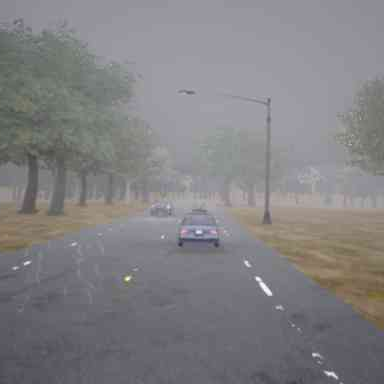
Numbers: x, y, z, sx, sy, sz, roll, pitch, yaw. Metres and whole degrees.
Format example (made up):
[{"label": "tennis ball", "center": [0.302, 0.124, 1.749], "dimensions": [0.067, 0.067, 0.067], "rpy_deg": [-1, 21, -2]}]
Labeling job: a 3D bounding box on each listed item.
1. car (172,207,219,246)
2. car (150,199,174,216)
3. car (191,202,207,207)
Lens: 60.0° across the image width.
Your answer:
[{"label": "car", "center": [0.322, 1.696, 16.051], "dimensions": [2.033, 1.411, 5.357], "rpy_deg": [1, 0, 1]}, {"label": "car", "center": [-3.004, 1.498, 34.215], "dimensions": [2.097, 1.767, 4.553], "rpy_deg": [0, -2, 1]}, {"label": "car", "center": [0.850, 1.875, 40.783], "dimensions": [2.033, 1.411, 5.357], "rpy_deg": [1, 0, 1]}]
